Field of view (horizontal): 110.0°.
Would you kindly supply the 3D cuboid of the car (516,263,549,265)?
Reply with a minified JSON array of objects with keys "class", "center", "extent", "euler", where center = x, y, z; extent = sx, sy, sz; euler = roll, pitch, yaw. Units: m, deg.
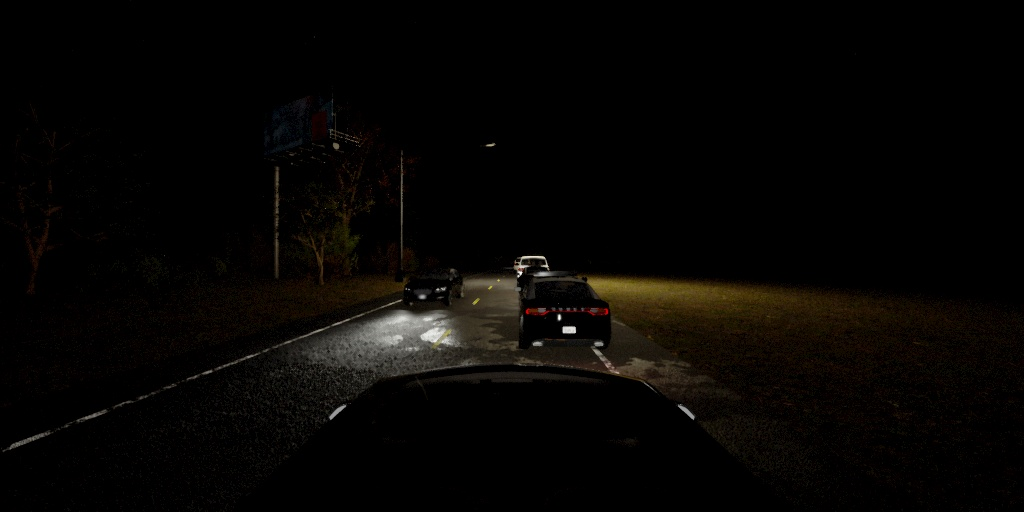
[{"class":"car","center":[1.277,1.296,19.142],"extent":[1.837,1.490,4.892],"euler":[0,0,1]}]

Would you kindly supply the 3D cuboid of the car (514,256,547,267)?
[{"class":"car","center":[1.446,1.044,25.151],"extent":[2.150,2.045,5.566],"euler":[0,0,2]}]

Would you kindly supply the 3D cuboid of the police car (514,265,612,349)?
[{"class":"police car","center":[1.100,1.184,9.286],"extent":[1.930,1.638,5.238],"euler":[0,0,1]}]

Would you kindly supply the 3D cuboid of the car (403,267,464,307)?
[{"class":"car","center":[-3.312,1.270,15.841],"extent":[2.128,1.511,4.902],"euler":[0,0,1]}]

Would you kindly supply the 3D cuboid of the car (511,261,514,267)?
[{"class":"car","center":[1.395,1.203,46.496],"extent":[2.150,2.045,5.566],"euler":[0,0,4]}]
